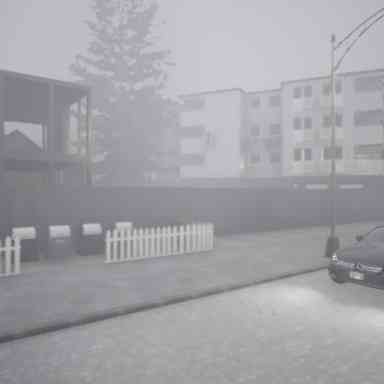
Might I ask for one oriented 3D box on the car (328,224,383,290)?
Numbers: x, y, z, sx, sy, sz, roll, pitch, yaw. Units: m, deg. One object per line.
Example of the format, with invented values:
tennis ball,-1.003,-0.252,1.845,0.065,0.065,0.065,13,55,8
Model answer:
car,5.433,1.547,8.484,4.674,1.442,1.812,0,0,-35
